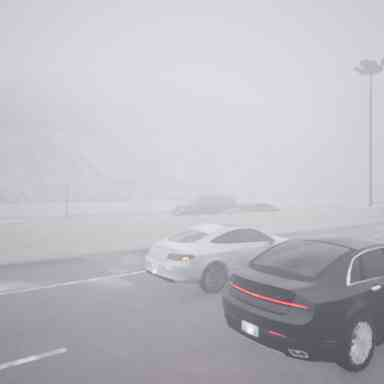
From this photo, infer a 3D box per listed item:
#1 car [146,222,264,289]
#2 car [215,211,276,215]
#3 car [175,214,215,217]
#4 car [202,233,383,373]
[{"bbox_3d":[1.047,1.522,8.783,4.674,1.442,1.812,0,0,-35],"label":"car"},{"bbox_3d":[4.318,1.497,24.232,4.892,1.490,1.837,0,0,-35],"label":"car"},{"bbox_3d":[1.136,1.212,26.263,5.566,2.045,2.150,0,0,-35],"label":"car"},{"bbox_3d":[2.718,1.503,5.678,4.892,1.490,1.837,0,0,-35],"label":"car"}]
